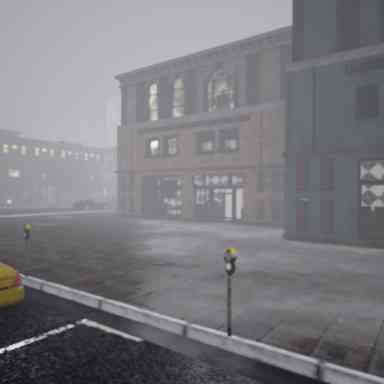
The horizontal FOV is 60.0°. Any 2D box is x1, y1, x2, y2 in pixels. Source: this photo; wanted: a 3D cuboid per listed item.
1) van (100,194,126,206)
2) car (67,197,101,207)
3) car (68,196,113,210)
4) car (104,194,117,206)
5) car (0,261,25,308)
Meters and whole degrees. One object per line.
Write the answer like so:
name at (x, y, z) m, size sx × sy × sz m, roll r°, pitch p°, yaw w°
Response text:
van at (-12.795, 1.256, 54.322) m, size 1.690 × 1.788 × 3.998 m, roll 0°, pitch 0°, yaw 35°
car at (-16.070, 1.412, 49.661) m, size 1.752 × 1.417 × 4.829 m, roll 0°, pitch 0°, yaw 35°
car at (-12.249, 1.461, 40.432) m, size 1.887 × 1.381 × 4.507 m, roll 0°, pitch 0°, yaw 35°
car at (-11.357, 1.430, 51.827) m, size 1.837 × 1.490 × 4.892 m, roll 0°, pitch 0°, yaw 35°
car at (-5.197, 1.476, 6.582) m, size 4.829 × 1.417 × 1.752 m, roll 0°, pitch 0°, yaw 36°
